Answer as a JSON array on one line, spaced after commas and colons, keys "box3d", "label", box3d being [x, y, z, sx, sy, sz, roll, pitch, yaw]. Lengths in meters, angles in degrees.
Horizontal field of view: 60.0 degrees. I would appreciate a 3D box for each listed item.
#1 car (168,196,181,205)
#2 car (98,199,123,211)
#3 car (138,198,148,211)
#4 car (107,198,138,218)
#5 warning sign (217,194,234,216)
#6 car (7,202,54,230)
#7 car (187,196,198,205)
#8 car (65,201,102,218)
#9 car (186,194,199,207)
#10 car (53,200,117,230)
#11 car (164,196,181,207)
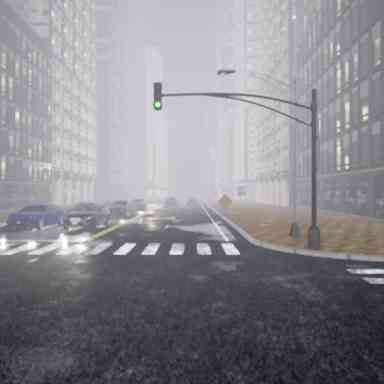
[{"box3d": [-3.156, 1.522, 61.394, 2.128, 1.511, 4.902, 0, 0, 0], "label": "car"}, {"box3d": [-9.837, 1.559, 40.456, 1.994, 1.385, 4.181, 0, 0, 0], "label": "car"}, {"box3d": [-6.591, 1.520, 40.724, 1.812, 1.442, 4.674, 0, 0, 0], "label": "car"}, {"box3d": [-6.597, 1.465, 30.677, 1.882, 1.535, 5.008, 0, 0, 0], "label": "car"}, {"box3d": [2.855, 1.102, 28.582, 1.300, 1.860, 1.060, 0, 0, 0], "label": "warning sign"}, {"box3d": [-9.852, 1.464, 21.398, 1.882, 1.535, 5.008, 0, 0, 0], "label": "car"}, {"box3d": [0.070, 1.511, 62.376, 1.882, 1.535, 5.008, 0, 0, 0], "label": "car"}, {"box3d": [-9.847, 1.551, 30.532, 1.994, 1.385, 4.181, 0, 0, 0], "label": "car"}, {"box3d": [0.107, 1.537, 52.529, 1.812, 1.442, 4.674, 0, 0, 0], "label": "car"}, {"box3d": [-6.598, 1.478, 21.149, 2.128, 1.511, 4.902, 0, 0, 0], "label": "car"}, {"box3d": [-3.145, 1.487, 50.985, 1.882, 1.535, 5.008, 0, 0, 0], "label": "car"}]
